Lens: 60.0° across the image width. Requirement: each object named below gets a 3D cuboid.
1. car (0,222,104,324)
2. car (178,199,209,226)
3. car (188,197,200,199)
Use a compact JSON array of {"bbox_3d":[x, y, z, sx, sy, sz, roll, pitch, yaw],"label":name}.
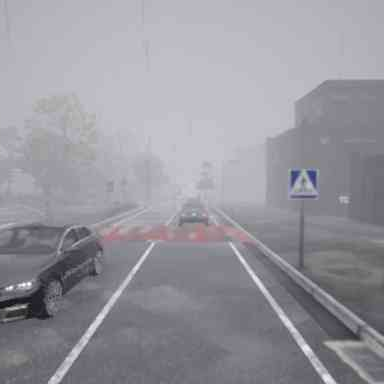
[{"bbox_3d":[-3.344,1.468,7.375,2.128,1.511,4.902,0,0,0],"label":"car"},{"bbox_3d":[0.105,1.366,21.236,2.033,1.411,5.357,0,-1,0],"label":"car"},{"bbox_3d":[0.219,1.256,36.829,1.994,1.385,4.181,0,1,2],"label":"car"}]
